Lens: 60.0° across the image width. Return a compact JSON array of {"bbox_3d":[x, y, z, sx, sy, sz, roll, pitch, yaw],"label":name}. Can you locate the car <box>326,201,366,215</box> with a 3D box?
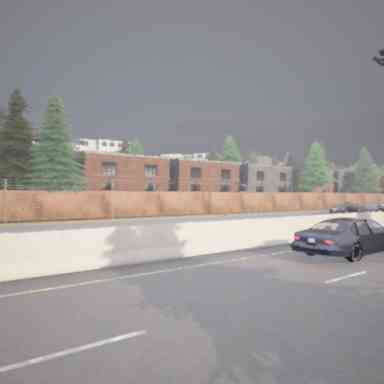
[{"bbox_3d":[18.034,1.844,38.837,4.902,1.511,2.128,0,-1,-36],"label":"car"}]

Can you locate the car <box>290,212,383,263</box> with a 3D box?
[{"bbox_3d":[5.982,1.662,12.469,5.357,1.411,2.033,0,-1,-36],"label":"car"}]
